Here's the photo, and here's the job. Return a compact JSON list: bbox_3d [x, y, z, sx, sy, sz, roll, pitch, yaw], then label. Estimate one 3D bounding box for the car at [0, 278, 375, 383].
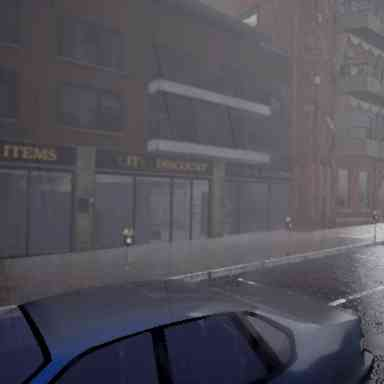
[{"bbox_3d":[-0.688,1.545,2.577,5.357,1.411,2.033,0,0,-35],"label":"car"}]
